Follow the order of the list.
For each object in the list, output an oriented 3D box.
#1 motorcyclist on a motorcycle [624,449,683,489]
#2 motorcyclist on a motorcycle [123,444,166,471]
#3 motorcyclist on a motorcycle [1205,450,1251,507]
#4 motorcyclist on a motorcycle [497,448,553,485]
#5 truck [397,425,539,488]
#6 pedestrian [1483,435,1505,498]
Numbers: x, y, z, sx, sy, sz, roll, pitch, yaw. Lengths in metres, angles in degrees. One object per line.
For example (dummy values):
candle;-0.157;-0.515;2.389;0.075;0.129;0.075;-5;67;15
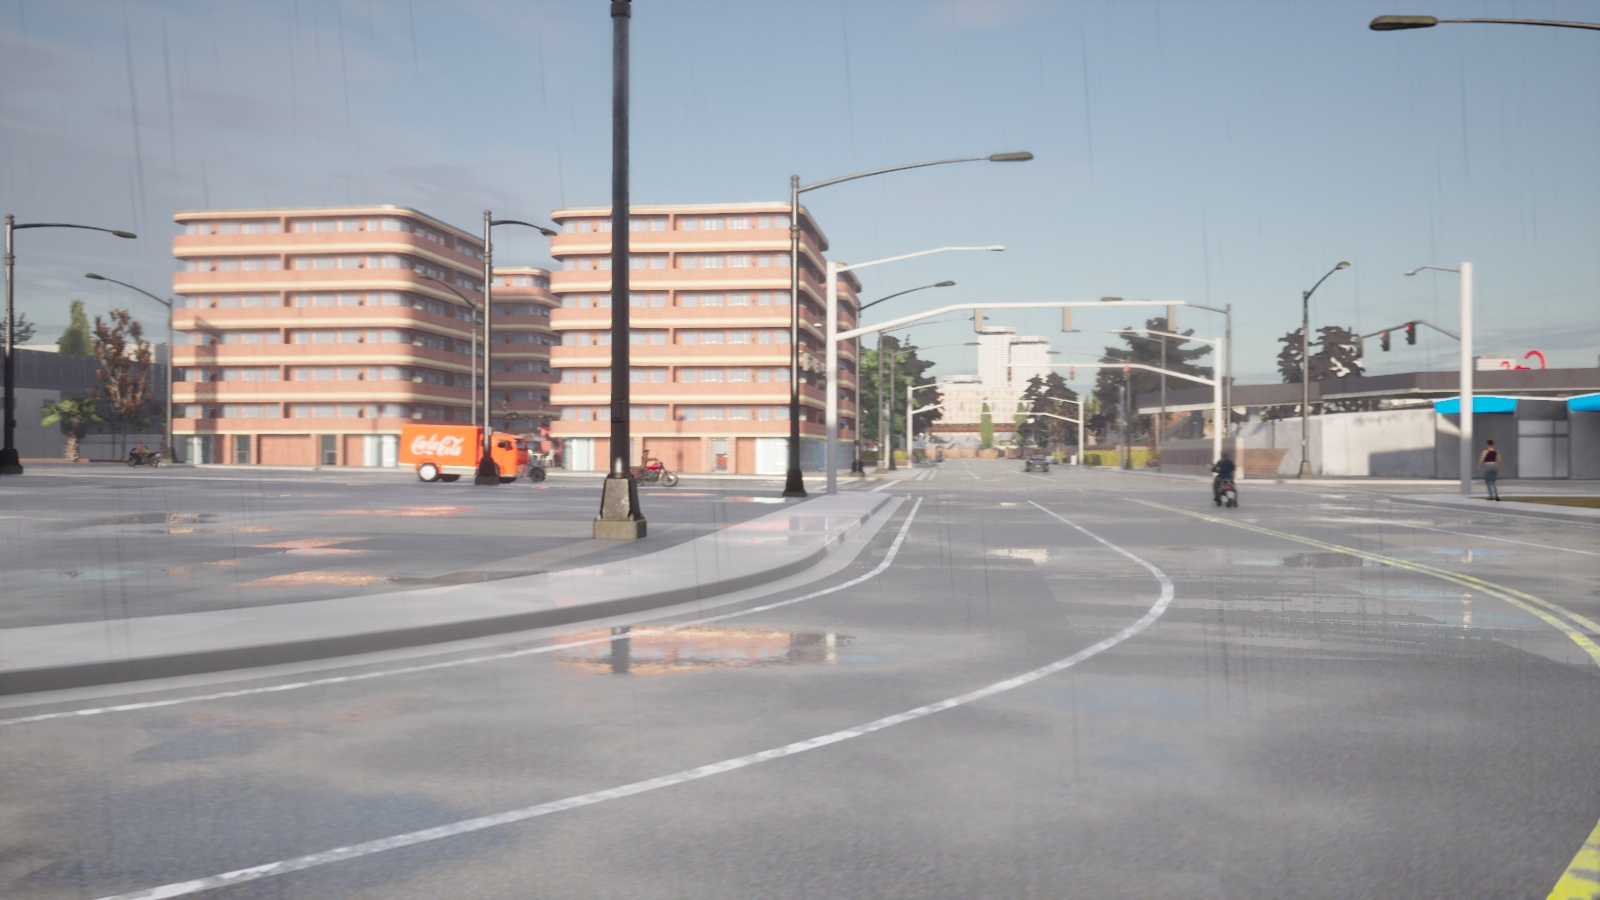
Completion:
motorcyclist on a motorcycle;-6.168;0.791;52.886;2.350;1.649;0.766;1;0;8
motorcyclist on a motorcycle;-37.224;0.432;71.292;2.044;1.523;0.797;1;0;8
motorcyclist on a motorcycle;12.163;0.795;35.746;0.866;1.590;1.817;0;0;7
motorcyclist on a motorcycle;-12.538;0.732;57.296;2.350;1.649;0.766;1;0;8
truck;-14.218;0.251;53.996;5.204;2.467;2.627;2;0;8
pedestrian;20.305;0.480;36.740;0.345;1.836;0.594;0;0;4
